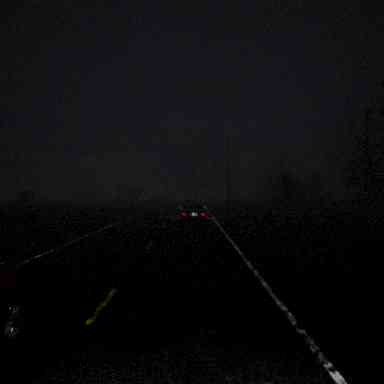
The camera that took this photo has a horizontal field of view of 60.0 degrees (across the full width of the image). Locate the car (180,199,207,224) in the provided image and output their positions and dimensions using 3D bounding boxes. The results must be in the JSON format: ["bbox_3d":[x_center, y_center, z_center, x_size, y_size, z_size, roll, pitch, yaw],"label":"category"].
[{"bbox_3d":[0.094,1.456,23.512,2.033,1.411,5.357,0,0,0],"label":"car"}]

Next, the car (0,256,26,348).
[{"bbox_3d":[-3.601,1.339,3.187,2.097,1.767,4.553,0,0,0],"label":"car"}]
